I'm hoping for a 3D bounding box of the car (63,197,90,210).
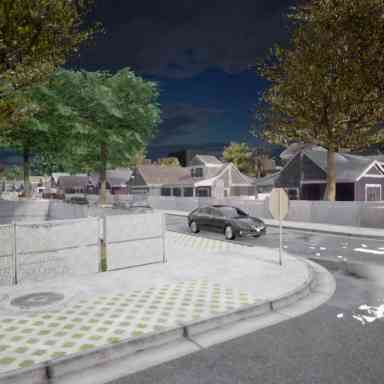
[{"bbox_3d":[-13.016,1.292,37.352,1.882,1.535,5.008,0,1,-35],"label":"car"}]

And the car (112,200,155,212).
[{"bbox_3d":[-4.596,1.376,25.608,2.128,1.511,4.902,0,0,-36],"label":"car"}]

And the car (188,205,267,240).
[{"bbox_3d":[1.622,1.443,16.846,1.837,1.490,4.892,0,0,-33],"label":"car"}]

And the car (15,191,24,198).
[{"bbox_3d":[-40.738,0.813,80.775,2.150,2.045,5.566,0,0,-36],"label":"car"}]
